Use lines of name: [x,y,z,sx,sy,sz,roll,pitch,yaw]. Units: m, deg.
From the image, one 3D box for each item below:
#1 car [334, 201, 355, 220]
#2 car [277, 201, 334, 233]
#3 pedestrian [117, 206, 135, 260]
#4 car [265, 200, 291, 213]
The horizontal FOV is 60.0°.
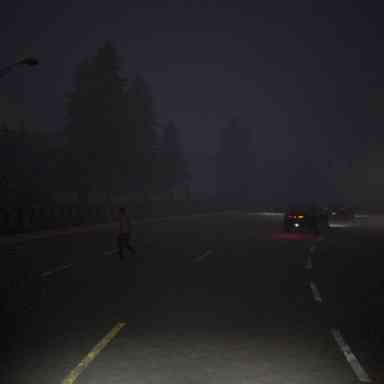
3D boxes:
car: [12.604,1.526,28.430,1.812,1.442,4.674,0,0,34]
car: [6.855,1.505,19.734,1.837,1.490,4.892,0,0,32]
pedestrian: [-2.219,1.294,10.905,0.375,1.860,0.375,0,0,17]
car: [9.955,1.548,37.156,2.033,1.411,5.357,0,0,35]
